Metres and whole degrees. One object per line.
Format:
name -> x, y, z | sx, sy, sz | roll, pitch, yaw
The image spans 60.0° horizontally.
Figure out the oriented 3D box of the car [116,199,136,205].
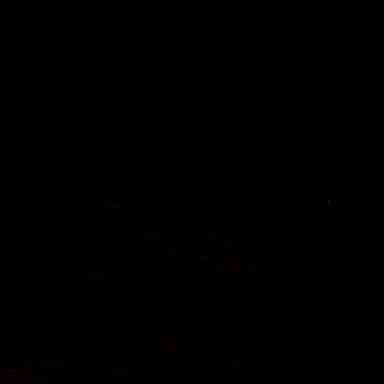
car -> -17.225, 2.615, 86.859 | 5.008, 1.535, 1.882 | 0, 0, -8
